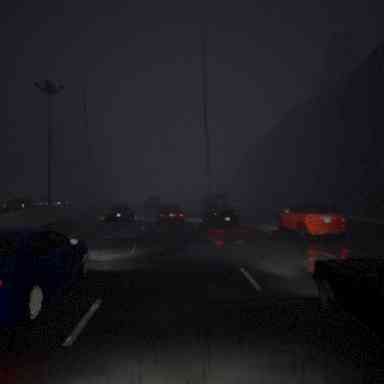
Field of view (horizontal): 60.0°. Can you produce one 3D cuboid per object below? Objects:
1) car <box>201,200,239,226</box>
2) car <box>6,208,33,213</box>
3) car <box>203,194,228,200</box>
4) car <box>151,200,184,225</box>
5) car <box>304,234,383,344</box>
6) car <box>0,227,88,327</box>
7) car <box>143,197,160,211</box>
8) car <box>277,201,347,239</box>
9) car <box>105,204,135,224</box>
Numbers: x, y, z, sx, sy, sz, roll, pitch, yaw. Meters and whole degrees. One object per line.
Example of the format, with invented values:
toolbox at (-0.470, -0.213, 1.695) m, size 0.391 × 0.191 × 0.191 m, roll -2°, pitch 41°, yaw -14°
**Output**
car at (1.954, 1.516, 23.213) m, size 1.812 × 1.442 × 4.674 m, roll 0°, pitch 0°, yaw -7°
car at (-17.867, 1.368, 34.451) m, size 2.097 × 1.767 × 4.553 m, roll 0°, pitch 0°, yaw -12°
car at (2.677, 1.205, 39.778) m, size 2.150 × 2.045 × 5.566 m, roll 0°, pitch 0°, yaw -12°
car at (-1.659, 1.542, 23.866) m, size 2.033 × 1.411 × 5.357 m, roll 0°, pitch 0°, yaw -8°
car at (3.439, 1.594, 4.713) m, size 1.895 × 1.301 × 4.718 m, roll 0°, pitch 0°, yaw -2°
car at (-3.663, 1.481, 7.063) m, size 1.882 × 1.535 × 5.008 m, roll 0°, pitch 0°, yaw -2°
car at (-4.943, 1.346, 41.618) m, size 2.097 × 1.767 × 4.553 m, roll 0°, pitch 0°, yaw -13°
car at (6.101, 1.337, 17.521) m, size 2.097 × 1.767 × 4.553 m, roll 0°, pitch 0°, yaw -5°
car at (-5.380, 1.564, 25.084) m, size 1.994 × 1.385 × 4.181 m, roll 0°, pitch 0°, yaw -8°
